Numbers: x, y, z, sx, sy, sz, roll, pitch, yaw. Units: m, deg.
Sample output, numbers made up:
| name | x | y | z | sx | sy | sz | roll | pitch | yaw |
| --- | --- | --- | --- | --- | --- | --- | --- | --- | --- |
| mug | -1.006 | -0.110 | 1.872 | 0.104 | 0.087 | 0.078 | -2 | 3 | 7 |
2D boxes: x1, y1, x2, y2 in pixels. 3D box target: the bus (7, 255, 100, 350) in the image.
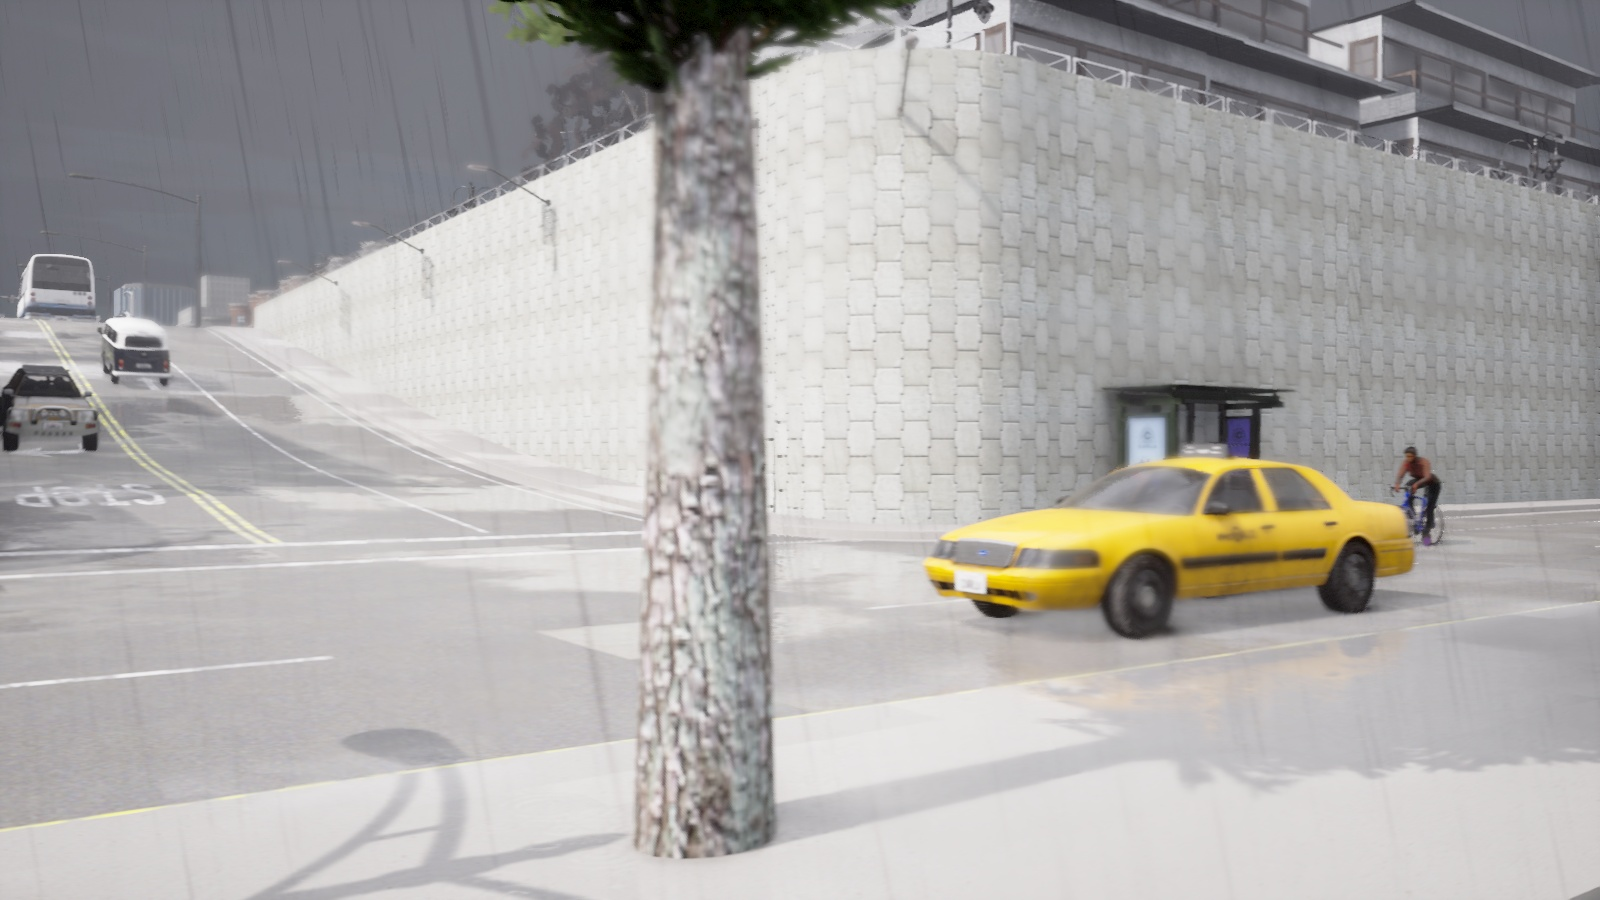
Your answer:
| name | x | y | z | sx | sy | sz | roll | pitch | yaw |
| --- | --- | --- | --- | --- | --- | --- | --- | --- | --- |
| bus | -43.445 | -8.361 | 72.913 | 3.944 | 4.253 | 10.273 | 0 | 0 | -35 |

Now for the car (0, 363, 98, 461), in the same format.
| name | x | y | z | sx | sy | sz | roll | pitch | yaw |
| --- | --- | --- | --- | --- | --- | --- | --- | --- | --- |
| car | -18.752 | -1.002 | 31.106 | 1.932 | 1.855 | 4.605 | 0 | 8 | -35 |

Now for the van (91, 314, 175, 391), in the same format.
| name | x | y | z | sx | sy | sz | roll | pitch | yaw |
| --- | --- | --- | --- | --- | --- | --- | --- | --- | --- |
| van | -23.410 | -3.438 | 43.981 | 2.069 | 2.038 | 4.480 | 0 | 11 | -35 |

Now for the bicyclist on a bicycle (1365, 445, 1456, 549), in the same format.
| name | x | y | z | sx | sy | sz | roll | pitch | yaw |
| --- | --- | --- | --- | --- | --- | --- | --- | --- | --- |
| bicyclist on a bicycle | 9.869 | 0.726 | 20.275 | 1.656 | 1.620 | 0.582 | 0 | 0 | -35 |

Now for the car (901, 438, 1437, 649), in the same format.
| name | x | y | z | sx | sy | sz | roll | pitch | yaw |
| --- | --- | --- | --- | --- | --- | --- | --- | --- | --- |
| car | 3.594 | 0.699 | 11.643 | 5.366 | 1.575 | 1.801 | 0 | 0 | -35 |
